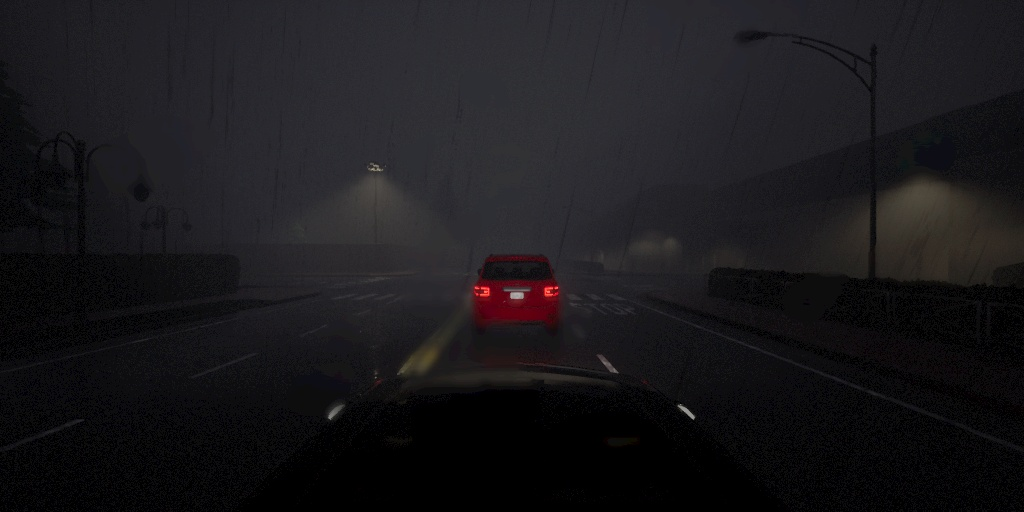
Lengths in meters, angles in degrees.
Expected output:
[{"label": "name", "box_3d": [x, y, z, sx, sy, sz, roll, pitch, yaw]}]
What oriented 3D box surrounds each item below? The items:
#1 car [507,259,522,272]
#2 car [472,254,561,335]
[{"label": "car", "box_3d": [0.348, 1.220, 46.345, 1.882, 1.535, 5.008, 0, 0, 1]}, {"label": "car", "box_3d": [0.117, 0.970, 10.625, 2.150, 2.045, 5.566, 0, 0, 0]}]
